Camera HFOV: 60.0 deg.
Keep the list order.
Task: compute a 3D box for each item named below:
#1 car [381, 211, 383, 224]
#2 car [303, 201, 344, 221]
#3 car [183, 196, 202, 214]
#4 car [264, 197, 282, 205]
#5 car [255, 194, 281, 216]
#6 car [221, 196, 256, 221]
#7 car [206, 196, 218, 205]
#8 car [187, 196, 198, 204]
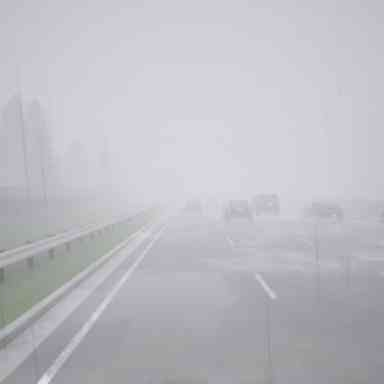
[{"bbox_3d":[14.094,1.351,21.128,2.097,1.767,4.553,0,0,0],"label":"car"},{"bbox_3d":[10.592,1.502,27.125,1.837,1.490,4.892,0,0,0],"label":"car"},{"bbox_3d":[0.090,1.486,35.787,2.128,1.511,4.902,0,0,0],"label":"car"},{"bbox_3d":[14.070,1.557,57.944,1.994,1.385,4.181,0,0,0],"label":"car"},{"bbox_3d":[7.090,1.216,32.898,2.150,2.045,5.566,0,0,0],"label":"car"},{"bbox_3d":[3.593,1.349,27.189,2.097,1.767,4.553,0,0,0],"label":"car"},{"bbox_3d":[3.576,1.496,59.750,1.837,1.490,4.892,0,0,0],"label":"car"},{"bbox_3d":[0.046,1.469,63.210,1.882,1.535,5.008,0,0,-1],"label":"car"}]
